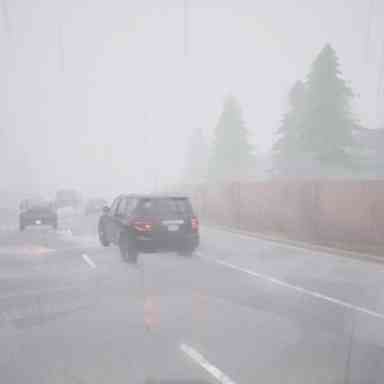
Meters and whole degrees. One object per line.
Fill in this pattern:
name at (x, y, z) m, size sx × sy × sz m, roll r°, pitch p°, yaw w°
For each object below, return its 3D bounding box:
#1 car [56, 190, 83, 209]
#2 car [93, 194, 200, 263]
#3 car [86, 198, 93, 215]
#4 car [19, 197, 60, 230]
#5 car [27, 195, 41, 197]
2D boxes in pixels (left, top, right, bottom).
car at (-13.235, 0.768, 35.932) m, size 2.150 × 2.045 × 5.566 m, roll 0°, pitch 1°, yaw -10°
car at (-1.734, 1.071, 11.686) m, size 2.150 × 2.045 × 5.566 m, roll -1°, pitch 1°, yaw -27°
car at (-8.199, 1.195, 29.084) m, size 1.994 × 1.385 × 4.181 m, roll 0°, pitch 1°, yaw -15°
car at (-8.775, 1.262, 19.273) m, size 1.837 × 1.490 × 4.892 m, roll 0°, pitch 1°, yaw -22°
car at (-16.608, 1.086, 35.037) m, size 1.812 × 1.442 × 4.674 m, roll 0°, pitch 1°, yaw -11°
